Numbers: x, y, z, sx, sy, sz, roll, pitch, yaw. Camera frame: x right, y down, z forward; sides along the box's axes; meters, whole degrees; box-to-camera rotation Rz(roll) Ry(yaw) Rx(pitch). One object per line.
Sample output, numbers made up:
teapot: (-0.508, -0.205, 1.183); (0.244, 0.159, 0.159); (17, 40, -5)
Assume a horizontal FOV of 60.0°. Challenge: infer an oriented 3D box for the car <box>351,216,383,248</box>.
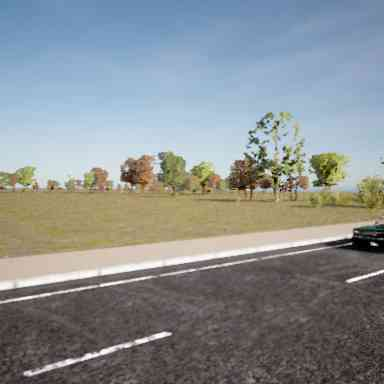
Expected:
car: (8.584, 1.636, 13.685); (4.718, 1.301, 1.895); (0, 0, -36)
